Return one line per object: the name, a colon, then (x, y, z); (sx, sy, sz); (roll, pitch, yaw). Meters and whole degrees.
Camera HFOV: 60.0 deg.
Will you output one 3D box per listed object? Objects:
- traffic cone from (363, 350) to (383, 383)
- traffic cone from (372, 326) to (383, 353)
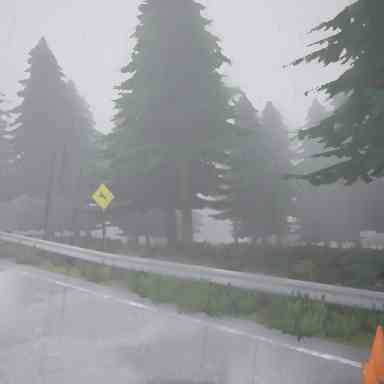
traffic cone: (1.780, 1.956, 3.279); (0.340, 0.580, 0.340); (0, 0, 34)
traffic cone: (2.325, 1.956, 4.114); (0.340, 0.580, 0.340); (0, 0, 34)
